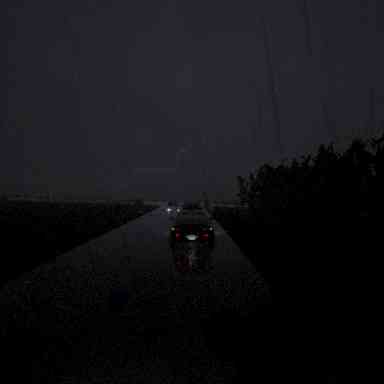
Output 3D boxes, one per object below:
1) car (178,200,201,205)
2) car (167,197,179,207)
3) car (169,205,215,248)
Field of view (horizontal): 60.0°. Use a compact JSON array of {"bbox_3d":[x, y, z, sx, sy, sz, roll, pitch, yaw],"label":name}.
[{"bbox_3d":[0.001,1.511,29.681,1.837,1.490,4.892,0,0,0],"label":"car"},{"bbox_3d":[-2.749,1.574,51.704,1.837,1.490,4.892,0,0,0],"label":"car"},{"bbox_3d":[0.000,1.525,14.666,1.812,1.442,4.674,0,0,0],"label":"car"}]
